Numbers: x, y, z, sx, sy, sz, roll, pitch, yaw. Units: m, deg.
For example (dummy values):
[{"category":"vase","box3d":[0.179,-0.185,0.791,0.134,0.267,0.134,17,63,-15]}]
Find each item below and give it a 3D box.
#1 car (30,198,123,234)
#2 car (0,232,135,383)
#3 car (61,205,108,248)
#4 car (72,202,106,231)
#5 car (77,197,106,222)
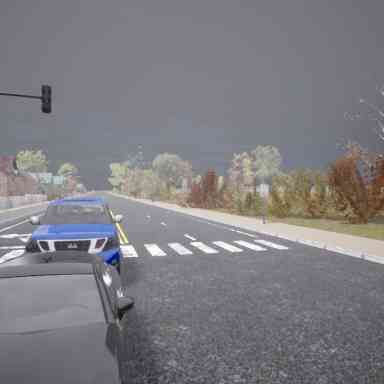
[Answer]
[{"category":"car","box3d":[-3.364,1.218,9.951,2.150,2.045,5.566,0,0,-15]},{"category":"car","box3d":[-1.700,1.524,3.868,1.812,1.442,4.674,0,0,-13]},{"category":"car","box3d":[-5.045,1.498,16.016,1.837,1.490,4.892,0,0,-15]},{"category":"car","box3d":[-6.636,1.468,21.755,1.882,1.535,5.008,0,0,-16]},{"category":"car","box3d":[-8.219,1.337,27.482,2.097,1.767,4.553,0,0,-16]}]
